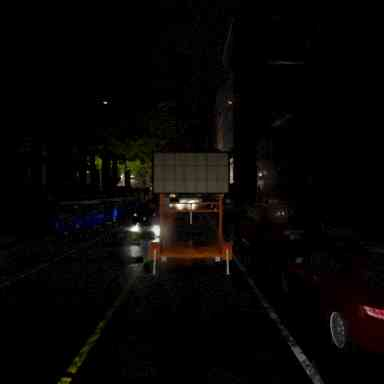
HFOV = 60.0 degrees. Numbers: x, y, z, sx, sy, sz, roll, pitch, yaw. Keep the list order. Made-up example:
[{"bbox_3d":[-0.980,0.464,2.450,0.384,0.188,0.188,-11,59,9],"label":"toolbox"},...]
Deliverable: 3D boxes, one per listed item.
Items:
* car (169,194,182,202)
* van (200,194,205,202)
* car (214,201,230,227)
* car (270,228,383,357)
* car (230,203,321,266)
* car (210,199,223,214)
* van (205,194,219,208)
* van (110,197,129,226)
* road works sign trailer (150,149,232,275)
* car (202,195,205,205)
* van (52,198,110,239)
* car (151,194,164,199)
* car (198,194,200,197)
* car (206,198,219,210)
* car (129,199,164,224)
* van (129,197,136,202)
[{"bbox_3d":[-3.181,1.476,60.875,2.033,1.411,5.357,0,0,0],"label":"car"},{"bbox_3d":[2.688,1.278,56.771,1.690,1.788,3.998,0,0,0],"label":"van"},{"bbox_3d":[2.790,1.533,22.809,1.887,1.381,4.507,0,0,0],"label":"car"},{"bbox_3d":[2.840,1.581,5.827,1.802,1.307,4.206,0,0,0],"label":"car"},{"bbox_3d":[2.822,1.311,11.488,2.192,1.841,5.009,0,0,0],"label":"car"},{"bbox_3d":[2.773,1.564,28.469,1.802,1.307,4.206,0,0,0],"label":"car"},{"bbox_3d":[2.738,1.308,39.790,1.690,1.788,3.998,0,0,0],"label":"van"},{"bbox_3d":[-5.736,1.329,22.758,1.690,1.788,3.998,0,0,0],"label":"van"},{"bbox_3d":[-0.029,0.461,10.433,2.380,3.560,2.880,0,0,0],"label":"road works sign trailer"},{"bbox_3d":[2.722,1.503,45.451,1.887,1.381,4.507,0,0,0],"label":"car"},{"bbox_3d":[-5.719,1.334,17.100,1.690,1.788,3.998,0,0,0],"label":"van"},{"bbox_3d":[-5.836,1.253,56.705,2.192,1.841,5.009,0,0,0],"label":"car"},{"bbox_3d":[2.672,1.491,62.432,1.947,1.339,4.313,0,0,0],"label":"car"},{"bbox_3d":[2.756,1.557,34.130,1.802,1.307,4.206,0,0,0],"label":"car"},{"bbox_3d":[-3.170,1.512,24.542,1.812,1.442,4.674,0,0,0],"label":"car"},{"bbox_3d":[-5.753,1.323,28.416,1.690,1.788,3.998,0,0,0],"label":"van"}]
